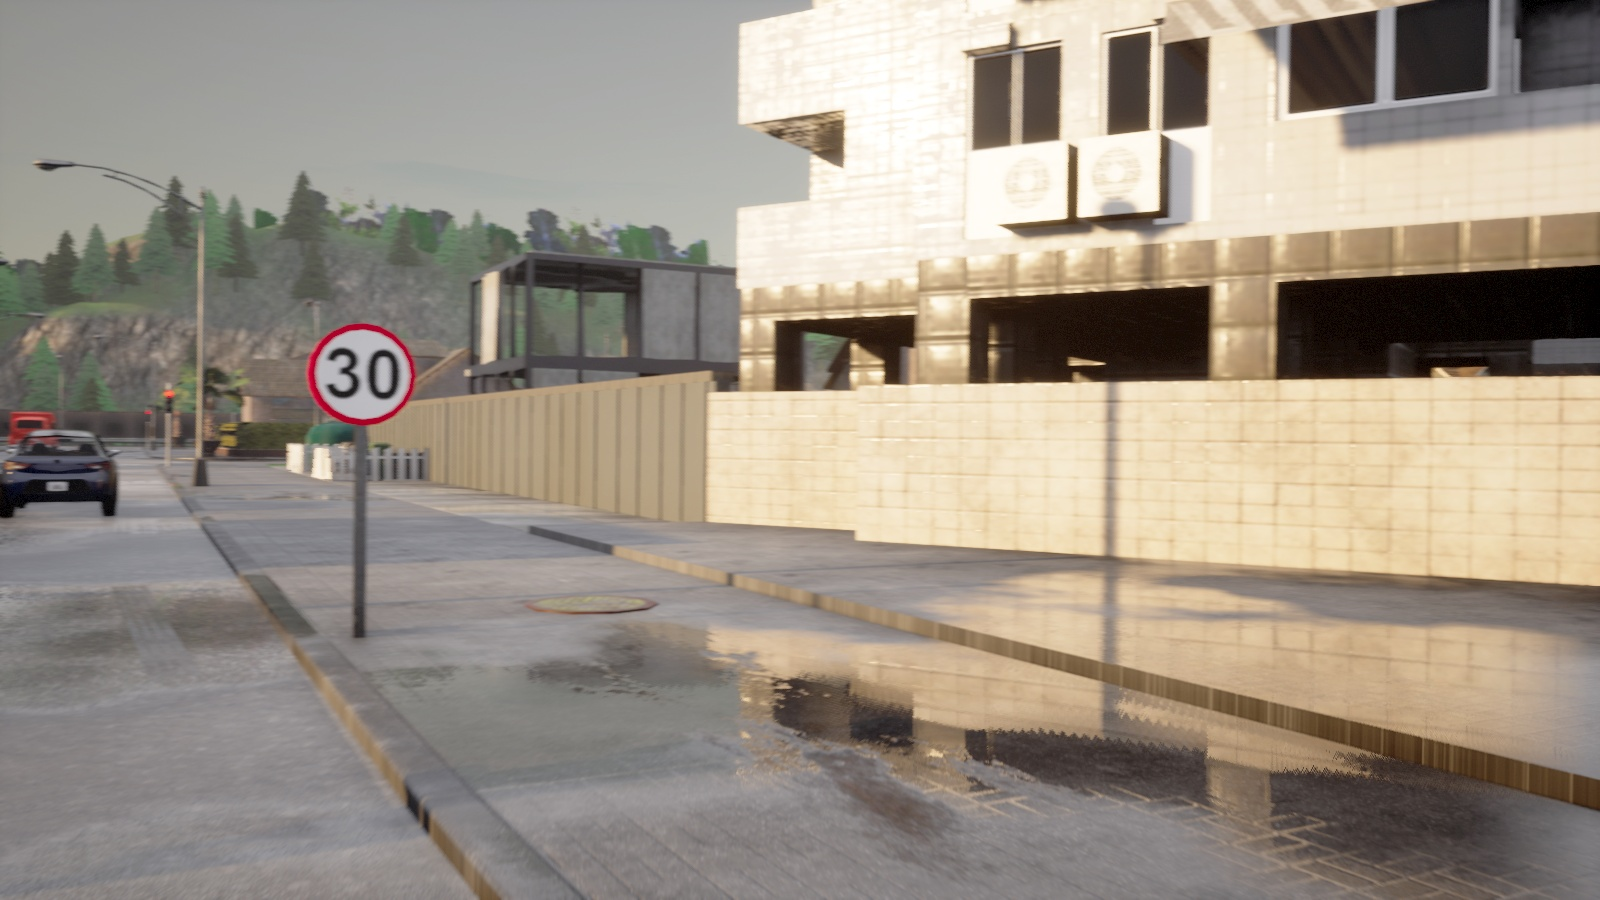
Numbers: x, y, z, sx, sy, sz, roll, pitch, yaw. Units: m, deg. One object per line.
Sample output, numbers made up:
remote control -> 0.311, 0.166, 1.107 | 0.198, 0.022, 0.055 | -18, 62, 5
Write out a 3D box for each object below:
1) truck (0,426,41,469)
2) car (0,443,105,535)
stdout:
truck -> -46.720, -0.178, 74.563 | 2.627, 2.467, 5.204 | -1, 1, -29
car -> -13.453, 0.617, 22.416 | 1.816, 1.474, 4.193 | -1, 1, -29
